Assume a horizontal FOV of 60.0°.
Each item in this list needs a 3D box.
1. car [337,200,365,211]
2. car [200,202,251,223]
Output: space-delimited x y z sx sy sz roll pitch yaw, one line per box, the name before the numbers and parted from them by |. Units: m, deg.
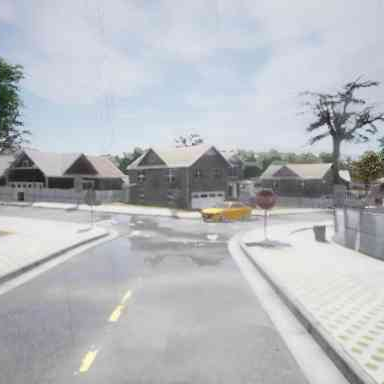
car | 20.678 1.776 43.134 4.553 1.767 2.097 1 1 -43
car | 2.721 1.520 26.043 1.882 1.535 5.008 1 0 42
